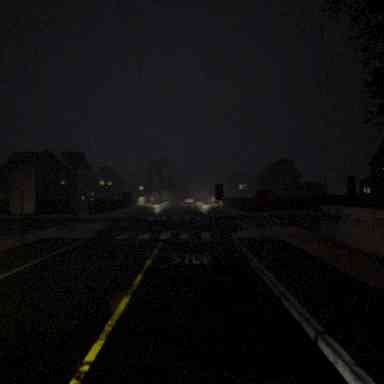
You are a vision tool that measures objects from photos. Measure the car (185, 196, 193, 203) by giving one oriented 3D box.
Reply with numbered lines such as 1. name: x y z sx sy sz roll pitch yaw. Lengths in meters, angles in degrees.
1. car: -0.761 1.679 77.149 1.882 1.535 5.008 0 -1 -2

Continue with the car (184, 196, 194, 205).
1. car: -0.593 1.795 67.123 1.812 1.442 4.674 0 -1 -1
